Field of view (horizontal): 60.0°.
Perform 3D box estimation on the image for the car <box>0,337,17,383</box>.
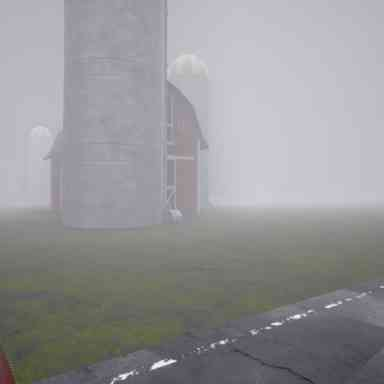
[{"bbox_3d":[-2.915,1.348,0.979,4.553,1.767,2.097,0,0,-36],"label":"car"}]
